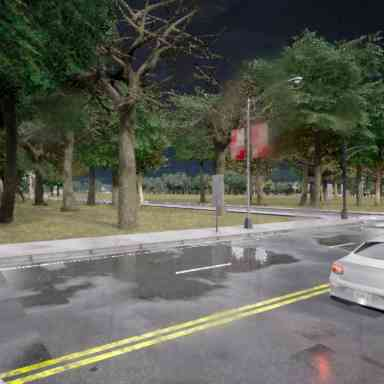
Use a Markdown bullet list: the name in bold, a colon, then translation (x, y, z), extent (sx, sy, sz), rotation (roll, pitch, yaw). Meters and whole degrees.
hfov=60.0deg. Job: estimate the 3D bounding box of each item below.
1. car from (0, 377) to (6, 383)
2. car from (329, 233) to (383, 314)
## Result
- **car**: translation (-3.238, 1.526, 1.140), extent (4.674, 1.442, 1.812), rotation (0, 0, -35)
- **car**: translation (4.650, 1.526, 6.739), extent (4.674, 1.442, 1.812), rotation (0, 0, -35)
